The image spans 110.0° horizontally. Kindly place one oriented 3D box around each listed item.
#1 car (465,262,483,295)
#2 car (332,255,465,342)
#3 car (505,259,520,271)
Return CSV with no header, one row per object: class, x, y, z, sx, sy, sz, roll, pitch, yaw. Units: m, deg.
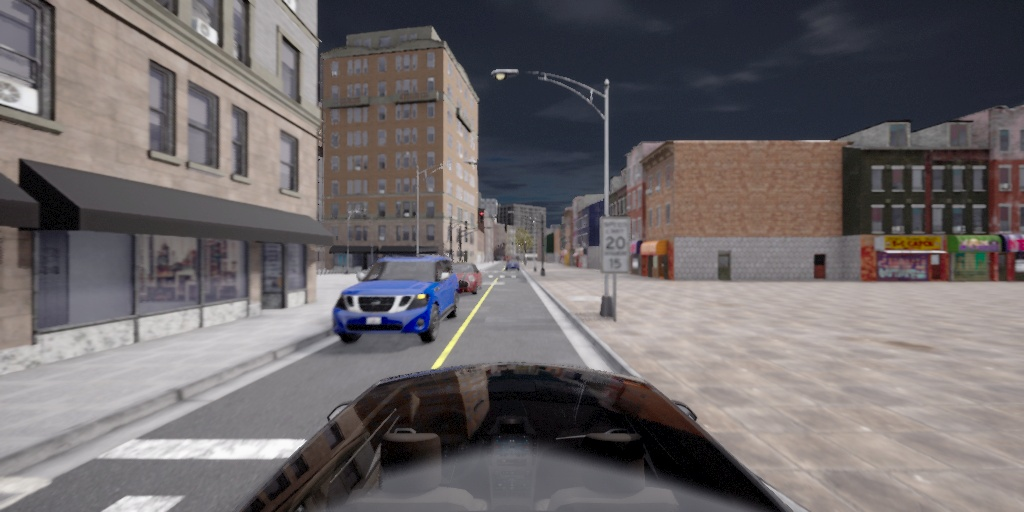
car,-2.850,1.159,20.336,2.097,1.767,4.553,0,0,0
car,-2.854,0.997,10.170,2.150,2.045,5.566,0,0,0
car,0.064,1.279,54.166,2.097,1.767,4.553,0,0,-1
